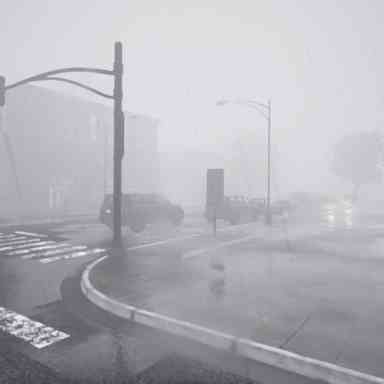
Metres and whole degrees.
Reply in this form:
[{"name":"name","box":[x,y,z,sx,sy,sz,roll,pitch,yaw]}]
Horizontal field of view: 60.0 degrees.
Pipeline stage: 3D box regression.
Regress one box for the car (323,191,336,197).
[{"name":"car","box":[33.684,0.431,81.611,2.008,1.369,4.403,2,2,35]}]

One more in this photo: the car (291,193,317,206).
[{"name":"car","box":[15.047,0.920,44.604,1.882,1.535,5.008,1,1,35]}]

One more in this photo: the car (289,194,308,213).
[{"name":"car","box":[9.039,1.193,31.278,2.008,1.369,4.403,1,2,35]}]

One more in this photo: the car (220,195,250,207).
[{"name":"car","box":[5.295,1.064,40.594,1.947,1.339,4.313,1,2,35]}]

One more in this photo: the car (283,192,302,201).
[{"name":"car","box":[17.817,0.754,58.683,1.752,1.417,4.829,2,2,35]}]

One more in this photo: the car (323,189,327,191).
[{"name":"car","box":[27.377,0.460,72.494,1.967,1.590,4.097,2,2,35]}]

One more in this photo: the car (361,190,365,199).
[{"name":"car","box":[31.119,0.747,63.181,1.802,1.307,4.206,1,2,35]}]

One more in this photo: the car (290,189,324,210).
[{"name":"car","box":[12.196,0.890,35.830,2.192,1.841,5.009,1,2,35]}]

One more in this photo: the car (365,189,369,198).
[{"name":"car","box":[34.371,0.619,67.877,1.752,1.417,4.829,1,2,35]}]

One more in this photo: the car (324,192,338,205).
[{"name":"car","box":[18.502,1.005,44.951,1.947,1.339,4.313,1,2,35]}]

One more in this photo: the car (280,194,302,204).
[{"name":"car","box":[14.824,0.966,49.650,1.895,1.301,4.718,1,1,35]}]

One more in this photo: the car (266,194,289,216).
[{"name":"car","box":[5.885,1.149,26.717,1.967,1.590,4.097,1,2,35]}]

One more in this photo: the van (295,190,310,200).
[{"name":"van","box":[21.069,0.499,63.376,1.690,1.788,3.998,2,2,35]}]

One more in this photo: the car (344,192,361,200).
[{"name":"car","box":[27.965,0.785,58.622,2.008,1.369,4.403,1,2,35]}]

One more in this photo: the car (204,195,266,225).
[{"name":"car","box":[2.732,1.091,22.157,2.192,1.841,5.009,1,2,35]}]

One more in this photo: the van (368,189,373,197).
[{"name":"van","box":[40.586,0.298,76.849,1.690,1.788,3.998,1,2,35]}]

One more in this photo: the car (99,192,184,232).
[{"name":"car","box":[-2.708,1.041,19.042,2.150,2.045,5.566,1,1,35]}]
